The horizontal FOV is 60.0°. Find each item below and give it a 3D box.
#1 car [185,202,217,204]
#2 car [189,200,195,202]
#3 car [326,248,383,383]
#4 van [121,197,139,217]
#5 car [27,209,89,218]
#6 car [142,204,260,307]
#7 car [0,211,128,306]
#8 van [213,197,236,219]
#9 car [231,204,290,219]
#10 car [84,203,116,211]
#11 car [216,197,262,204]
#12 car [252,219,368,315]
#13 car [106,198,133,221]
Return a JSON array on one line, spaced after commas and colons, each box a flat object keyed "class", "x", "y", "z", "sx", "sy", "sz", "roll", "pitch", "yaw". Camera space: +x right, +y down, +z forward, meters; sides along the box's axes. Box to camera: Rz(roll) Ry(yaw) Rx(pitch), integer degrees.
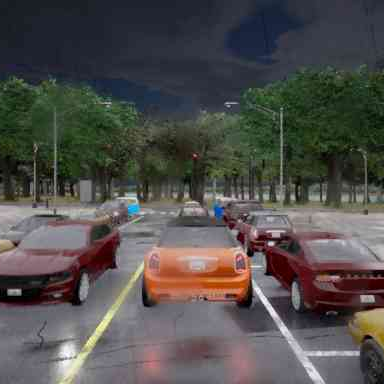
[{"class": "car", "x": 0.109, "y": 1.493, "z": 17.350, "sx": 2.128, "sy": 1.511, "sz": 4.902, "roll": 0, "pitch": 0, "yaw": 0}, {"class": "car", "x": 0.015, "y": 1.460, "z": 27.295, "sx": 1.801, "sy": 1.575, "sz": 5.366, "roll": 0, "pitch": 0, "yaw": 1}, {"class": "car", "x": 2.762, "y": 1.525, "z": 2.196, "sx": 1.752, "sy": 1.417, "sz": 4.829, "roll": 0, "pitch": 0, "yaw": 0}, {"class": "van", "x": -5.746, "y": 1.345, "z": 29.220, "sx": 1.690, "sy": 1.788, "sz": 3.998, "roll": 0, "pitch": 0, "yaw": 0}, {"class": "car", "x": -5.756, "y": 1.566, "z": 12.907, "sx": 1.947, "sy": 1.339, "sz": 4.313, "roll": 0, "pitch": 0, "yaw": 0}, {"class": "car", "x": 0.104, "y": 1.352, "z": 8.136, "sx": 2.097, "sy": 1.767, "sz": 4.553, "roll": 0, "pitch": 0, "yaw": 0}, {"class": "car", "x": -3.091, "y": 1.478, "z": 8.302, "sx": 1.882, "sy": 1.535, "sz": 5.008, "roll": 0, "pitch": 0, "yaw": 0}, {"class": "van", "x": 2.780, "y": 1.345, "z": 29.215, "sx": 1.690, "sy": 1.788, "sz": 3.998, "roll": 0, "pitch": 0, "yaw": 0}, {"class": "car", "x": 2.769, "y": 1.441, "z": 12.902, "sx": 1.967, "sy": 1.590, "sz": 4.097, "roll": 0, "pitch": 0, "yaw": 0}, {"class": "car", "x": -5.753, "y": 1.527, "z": 18.175, "sx": 1.752, "sy": 1.417, "sz": 4.829, "roll": 0, "pitch": 0, "yaw": 0}, {"class": "car", "x": 2.772, "y": 1.317, "z": 18.340, "sx": 2.192, "sy": 1.841, "sz": 5.009, "roll": 0, "pitch": 0, "yaw": 0}, {"class": "car", "x": 2.766, "y": 1.545, "z": 7.464, "sx": 1.887, "sy": 1.381, "sz": 4.507, "roll": 0, "pitch": 0, "yaw": 0}, {"class": "car", "x": -5.749, "y": 1.443, "z": 23.783, "sx": 1.967, "sy": 1.590, "sz": 4.097, "roll": 0, "pitch": 0, "yaw": 0}]
